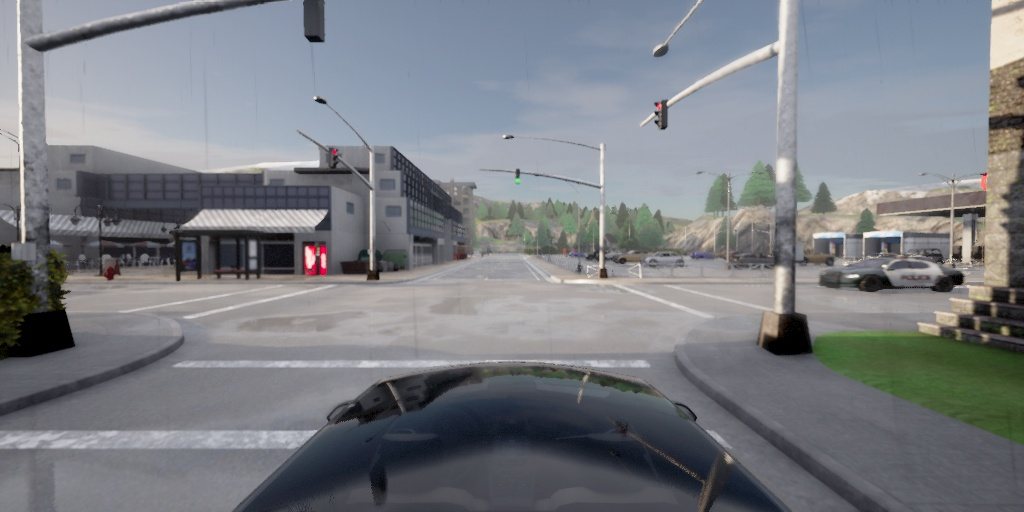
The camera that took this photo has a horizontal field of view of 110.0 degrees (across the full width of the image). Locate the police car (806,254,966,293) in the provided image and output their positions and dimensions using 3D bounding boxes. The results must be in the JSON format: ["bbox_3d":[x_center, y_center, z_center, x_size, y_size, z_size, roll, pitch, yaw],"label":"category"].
[{"bbox_3d":[16.409,0.796,15.773,4.974,1.542,2.038,0,1,0],"label":"police car"}]
